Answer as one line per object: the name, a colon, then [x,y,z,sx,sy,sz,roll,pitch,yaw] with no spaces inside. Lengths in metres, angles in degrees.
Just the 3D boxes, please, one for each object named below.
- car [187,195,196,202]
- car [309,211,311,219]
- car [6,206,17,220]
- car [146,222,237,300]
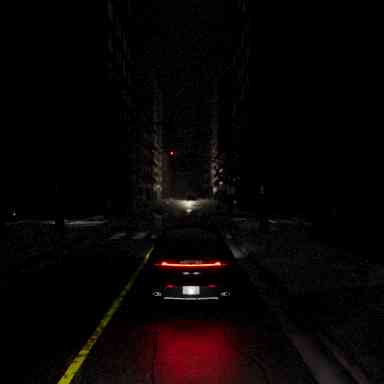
car: [-0.174,1.492,82.408,2.097,1.767,4.553,0,0,0]
car: [12.298,1.722,27.511,5.008,1.535,1.882,1,0,-1]
car: [-15.269,1.312,24.049,4.902,1.511,2.128,1,0,1]
car: [-0.017,1.506,8.357,1.837,1.490,4.892,0,0,0]
